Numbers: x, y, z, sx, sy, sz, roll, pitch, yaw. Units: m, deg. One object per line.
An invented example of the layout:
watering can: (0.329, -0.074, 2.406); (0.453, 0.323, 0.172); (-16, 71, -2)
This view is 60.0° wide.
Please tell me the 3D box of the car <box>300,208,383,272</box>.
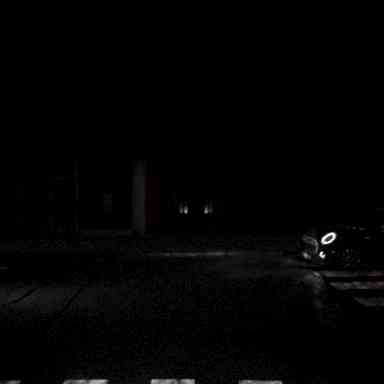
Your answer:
car: (5.620, 1.259, 9.860); (4.553, 1.767, 2.097); (-1, -1, 1)
